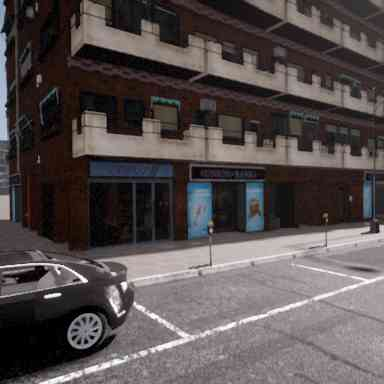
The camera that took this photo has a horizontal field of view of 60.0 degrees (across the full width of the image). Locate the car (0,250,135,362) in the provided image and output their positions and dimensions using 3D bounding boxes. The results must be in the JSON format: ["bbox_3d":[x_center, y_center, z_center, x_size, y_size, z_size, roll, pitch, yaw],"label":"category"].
[{"bbox_3d":[-2.944,1.551,4.469,4.403,1.369,2.008,0,-1,-36],"label":"car"}]
